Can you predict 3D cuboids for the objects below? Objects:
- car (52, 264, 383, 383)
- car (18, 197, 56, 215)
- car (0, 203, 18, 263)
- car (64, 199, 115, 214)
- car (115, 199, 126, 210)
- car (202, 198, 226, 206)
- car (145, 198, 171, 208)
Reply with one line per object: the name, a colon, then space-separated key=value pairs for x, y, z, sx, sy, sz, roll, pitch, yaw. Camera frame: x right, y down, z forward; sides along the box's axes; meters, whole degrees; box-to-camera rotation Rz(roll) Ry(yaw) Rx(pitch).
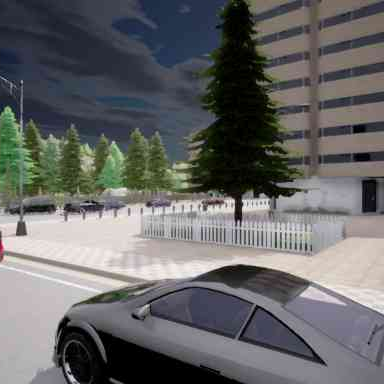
car: x=0.322 y=1.564 z=3.761 sx=4.181 sy=1.385 sz=1.994 roll=0 pitch=0 yaw=35
car: x=-16.248 y=1.352 z=33.583 sx=2.097 sy=1.767 sz=4.553 roll=0 pitch=0 yaw=35
car: x=-7.370 y=1.221 z=9.189 sx=5.566 sy=2.045 sz=2.150 roll=0 pitch=0 yaw=36
car: x=-10.877 y=1.505 z=34.757 sx=1.837 sy=1.490 sz=4.892 roll=0 pitch=0 yaw=35
car: x=-10.675 y=1.547 z=41.422 sx=2.033 sy=1.411 sz=5.357 roll=0 pitch=0 yaw=35
car: x=3.745 y=1.601 z=55.319 sx=1.895 sy=1.301 sz=4.718 roll=0 pitch=0 yaw=35
car: x=-4.989 y=1.564 z=49.395 sx=1.994 sy=1.385 sz=4.181 roll=0 pitch=0 yaw=36
